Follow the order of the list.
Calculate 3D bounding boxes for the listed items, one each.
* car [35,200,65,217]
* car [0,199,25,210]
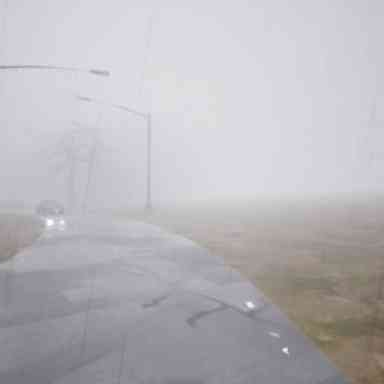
[{"bbox_3d":[-13.831,1.552,32.403,2.128,1.511,4.902,1,-1,-37],"label":"car"},{"bbox_3d":[-27.441,1.818,50.608,4.553,1.767,2.097,-1,-2,36],"label":"car"}]
